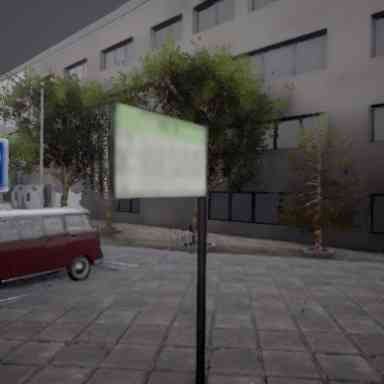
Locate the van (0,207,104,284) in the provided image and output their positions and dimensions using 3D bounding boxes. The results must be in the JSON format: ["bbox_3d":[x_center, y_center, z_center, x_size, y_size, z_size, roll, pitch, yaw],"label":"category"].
[{"bbox_3d":[-4.311,1.427,8.500,1.878,1.987,4.442,-3,-2,35],"label":"van"}]
